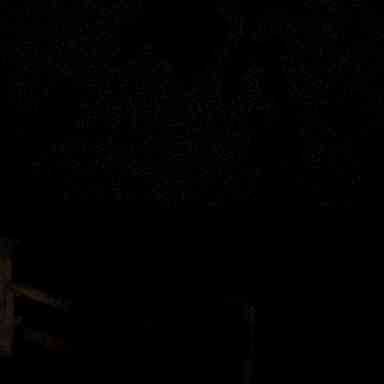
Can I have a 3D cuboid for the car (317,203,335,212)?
[{"bbox_3d":[22.112,2.525,54.715,1.882,1.535,5.008,-1,-1,35],"label":"car"}]
